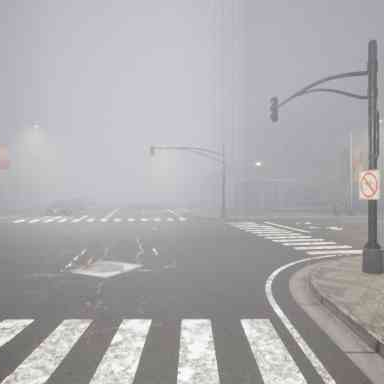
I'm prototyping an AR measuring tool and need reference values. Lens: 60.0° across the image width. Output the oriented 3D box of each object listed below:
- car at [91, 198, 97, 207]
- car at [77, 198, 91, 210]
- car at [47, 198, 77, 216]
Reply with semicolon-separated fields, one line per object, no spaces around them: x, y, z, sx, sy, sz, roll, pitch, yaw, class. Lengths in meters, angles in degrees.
-16.375;1.600;53.139;1.994;1.385;4.181;0;0;-9;car
-14.783;1.503;43.294;1.882;1.535;5.008;0;0;-9;car
-13.196;1.542;33.462;1.812;1.442;4.674;0;0;-10;car
